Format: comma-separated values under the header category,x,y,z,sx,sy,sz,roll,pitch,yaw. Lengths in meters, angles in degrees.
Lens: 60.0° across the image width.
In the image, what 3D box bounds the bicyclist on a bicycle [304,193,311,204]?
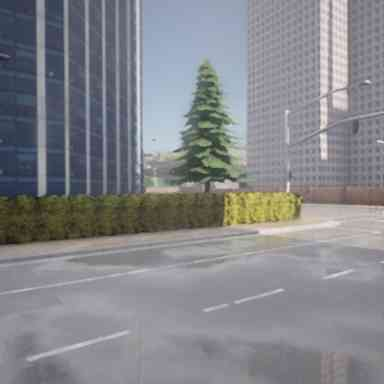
category,x,y,z,sx,sy,sz,roll,pitch,yaw
bicyclist on a bicycle,16.427,0.954,47.415,1.656,1.620,0.582,-1,1,-35
